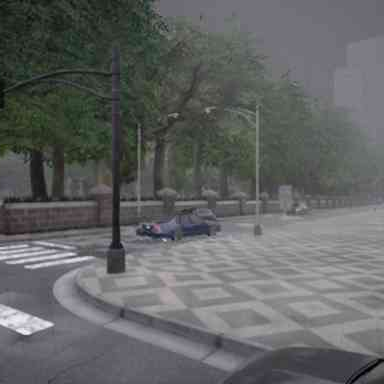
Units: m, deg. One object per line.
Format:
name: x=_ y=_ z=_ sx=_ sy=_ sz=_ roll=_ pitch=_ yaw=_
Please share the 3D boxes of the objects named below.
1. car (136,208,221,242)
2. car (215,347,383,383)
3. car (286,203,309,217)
car: x=-0.570 y=1.853 z=18.431 sx=2.033 sy=1.411 sz=5.357 roll=0 pitch=-1 yaw=40
car: x=1.990 y=1.552 z=1.548 sx=4.403 sy=1.369 sz=2.008 roll=0 pitch=0 yaw=35
car: x=13.862 y=2.265 z=44.009 sx=2.097 sy=1.767 sz=4.553 roll=0 pitch=-1 yaw=36
